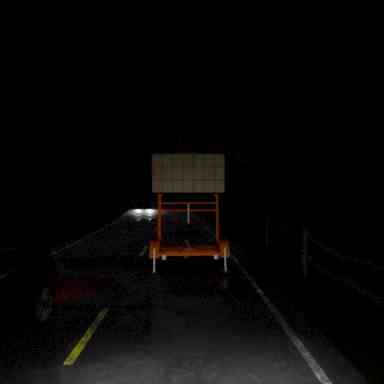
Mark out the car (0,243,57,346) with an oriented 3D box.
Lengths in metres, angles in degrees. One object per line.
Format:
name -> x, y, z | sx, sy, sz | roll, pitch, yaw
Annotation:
car -> -3.374, 1.491, 4.223 | 2.128, 1.511, 4.902 | 0, 0, -1

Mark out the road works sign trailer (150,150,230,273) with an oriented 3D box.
road works sign trailer -> -0.118, 0.464, 10.685 | 2.380, 3.560, 2.880 | 0, 0, -3

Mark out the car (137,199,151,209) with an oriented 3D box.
car -> -6.504, 1.600, 45.178 | 1.895, 1.301, 4.718 | 0, 0, -8
